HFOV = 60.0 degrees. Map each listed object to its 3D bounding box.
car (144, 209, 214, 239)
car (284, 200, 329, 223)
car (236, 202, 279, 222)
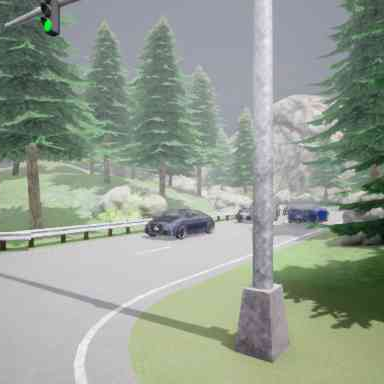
[{"bbox_3d":[-0.556,1.579,17.460,1.994,1.385,4.181,0,0,35],"label":"car"},{"bbox_3d":[8.552,1.542,24.220,1.882,1.535,5.008,0,-1,35],"label":"car"},{"bbox_3d":[5.138,1.507,25.613,2.128,1.511,4.902,0,0,35],"label":"car"}]
